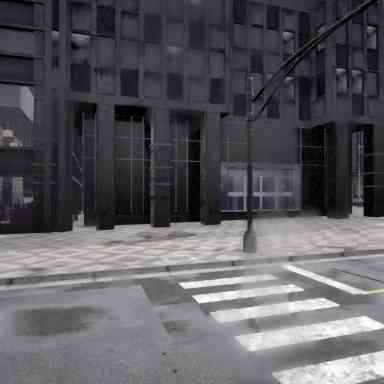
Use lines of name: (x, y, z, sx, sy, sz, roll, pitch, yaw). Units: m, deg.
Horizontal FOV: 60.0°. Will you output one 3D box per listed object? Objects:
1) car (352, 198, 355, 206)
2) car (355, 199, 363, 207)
car: (22.550, 1.339, 49.221, 1.994, 1.385, 4.181, 0, -1, -16)
car: (22.105, 1.245, 39.528, 1.994, 1.385, 4.181, 0, 0, -17)
